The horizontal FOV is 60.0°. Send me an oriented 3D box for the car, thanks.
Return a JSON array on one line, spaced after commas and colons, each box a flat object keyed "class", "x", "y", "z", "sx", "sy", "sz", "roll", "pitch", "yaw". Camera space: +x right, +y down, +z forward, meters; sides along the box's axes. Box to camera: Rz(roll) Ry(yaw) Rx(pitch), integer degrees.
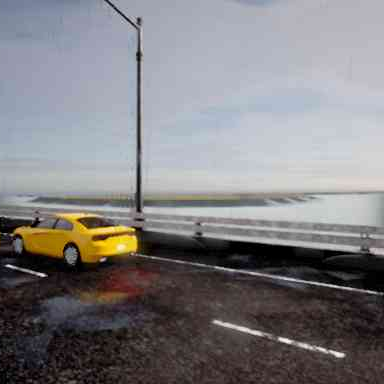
[{"class": "car", "x": -4.086, "y": 1.446, "z": 11.201, "sx": 5.008, "sy": 1.535, "sz": 1.882, "roll": 1, "pitch": 0, "yaw": 36}]
